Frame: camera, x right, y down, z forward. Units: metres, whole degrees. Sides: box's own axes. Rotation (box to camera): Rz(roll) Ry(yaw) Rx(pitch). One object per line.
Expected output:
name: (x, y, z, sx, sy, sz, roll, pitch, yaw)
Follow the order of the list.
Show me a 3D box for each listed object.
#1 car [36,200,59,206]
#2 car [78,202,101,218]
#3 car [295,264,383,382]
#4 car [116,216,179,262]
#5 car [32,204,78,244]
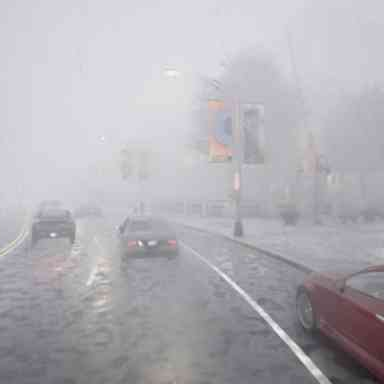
car: (-13.269, 1.517, 30.955, 2.097, 1.767, 4.553, 0, 0, -25)
car: (-10.303, 1.718, 32.866, 1.994, 1.385, 4.181, 0, 0, -25)
car: (2.866, 1.515, 3.902, 2.002, 1.452, 4.674, 0, 0, -6)
car: (-1.795, 1.594, 12.419, 2.033, 1.411, 5.357, 0, 0, -14)
car: (-6.819, 1.593, 16.630, 1.837, 1.490, 4.892, 0, 0, -20)
